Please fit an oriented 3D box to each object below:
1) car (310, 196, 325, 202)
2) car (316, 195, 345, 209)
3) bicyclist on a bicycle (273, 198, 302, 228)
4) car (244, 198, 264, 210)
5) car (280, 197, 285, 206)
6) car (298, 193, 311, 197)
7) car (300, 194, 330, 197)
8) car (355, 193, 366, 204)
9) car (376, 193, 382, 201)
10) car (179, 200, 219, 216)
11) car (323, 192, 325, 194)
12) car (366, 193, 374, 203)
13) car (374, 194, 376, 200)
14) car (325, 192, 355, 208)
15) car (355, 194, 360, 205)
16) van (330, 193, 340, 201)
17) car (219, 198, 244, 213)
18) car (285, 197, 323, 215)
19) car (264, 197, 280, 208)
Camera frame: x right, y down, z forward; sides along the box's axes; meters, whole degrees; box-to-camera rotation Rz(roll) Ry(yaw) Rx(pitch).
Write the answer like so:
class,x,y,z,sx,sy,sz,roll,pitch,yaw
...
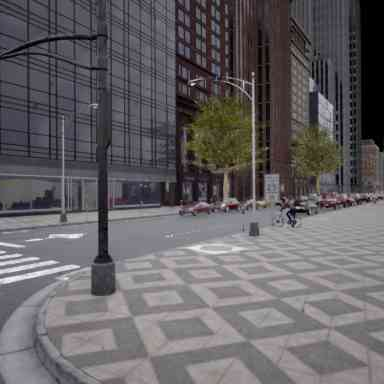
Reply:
class,x,y,z,sx,sy,sz,roll,pitch,yaw
car,26.021,1.419,68.892,1.947,1.339,4.313,0,0,35
car,17.059,1.378,40.823,1.887,1.381,4.507,0,0,35
bicyclist on a bicycle,5.240,1.177,18.414,1.656,1.620,0.582,-1,0,35
car,6.844,1.495,41.013,1.802,1.307,4.206,0,0,35
car,13.236,1.456,50.306,1.947,1.339,4.313,0,0,35
car,19.628,1.416,59.599,1.887,1.381,4.507,0,0,35
car,16.489,1.340,44.529,2.128,1.511,4.902,-1,0,35
car,26.646,1.119,54.760,2.192,1.841,5.009,0,0,35
car,42.625,1.360,77.988,1.802,1.307,4.206,-1,0,35
car,0.452,1.525,31.720,1.802,1.307,4.206,0,0,35
car,22.175,1.053,52.796,2.150,2.045,5.566,-1,0,35
car,33.038,1.101,64.053,2.192,1.841,5.009,0,0,35
car,36.330,1.304,68.837,1.752,1.417,4.829,-1,0,35
car,20.254,1.137,45.470,2.192,1.841,5.009,0,0,35
car,23.451,1.379,50.114,1.947,1.339,4.313,0,0,35
van,35.607,1.187,82.831,1.690,1.788,3.998,-1,0,35
car,3.646,1.367,36.366,1.967,1.590,4.097,0,0,35
car,10.668,1.425,31.531,1.947,1.339,4.313,0,0,35
car,9.943,1.427,45.519,1.752,1.417,4.829,0,0,35
